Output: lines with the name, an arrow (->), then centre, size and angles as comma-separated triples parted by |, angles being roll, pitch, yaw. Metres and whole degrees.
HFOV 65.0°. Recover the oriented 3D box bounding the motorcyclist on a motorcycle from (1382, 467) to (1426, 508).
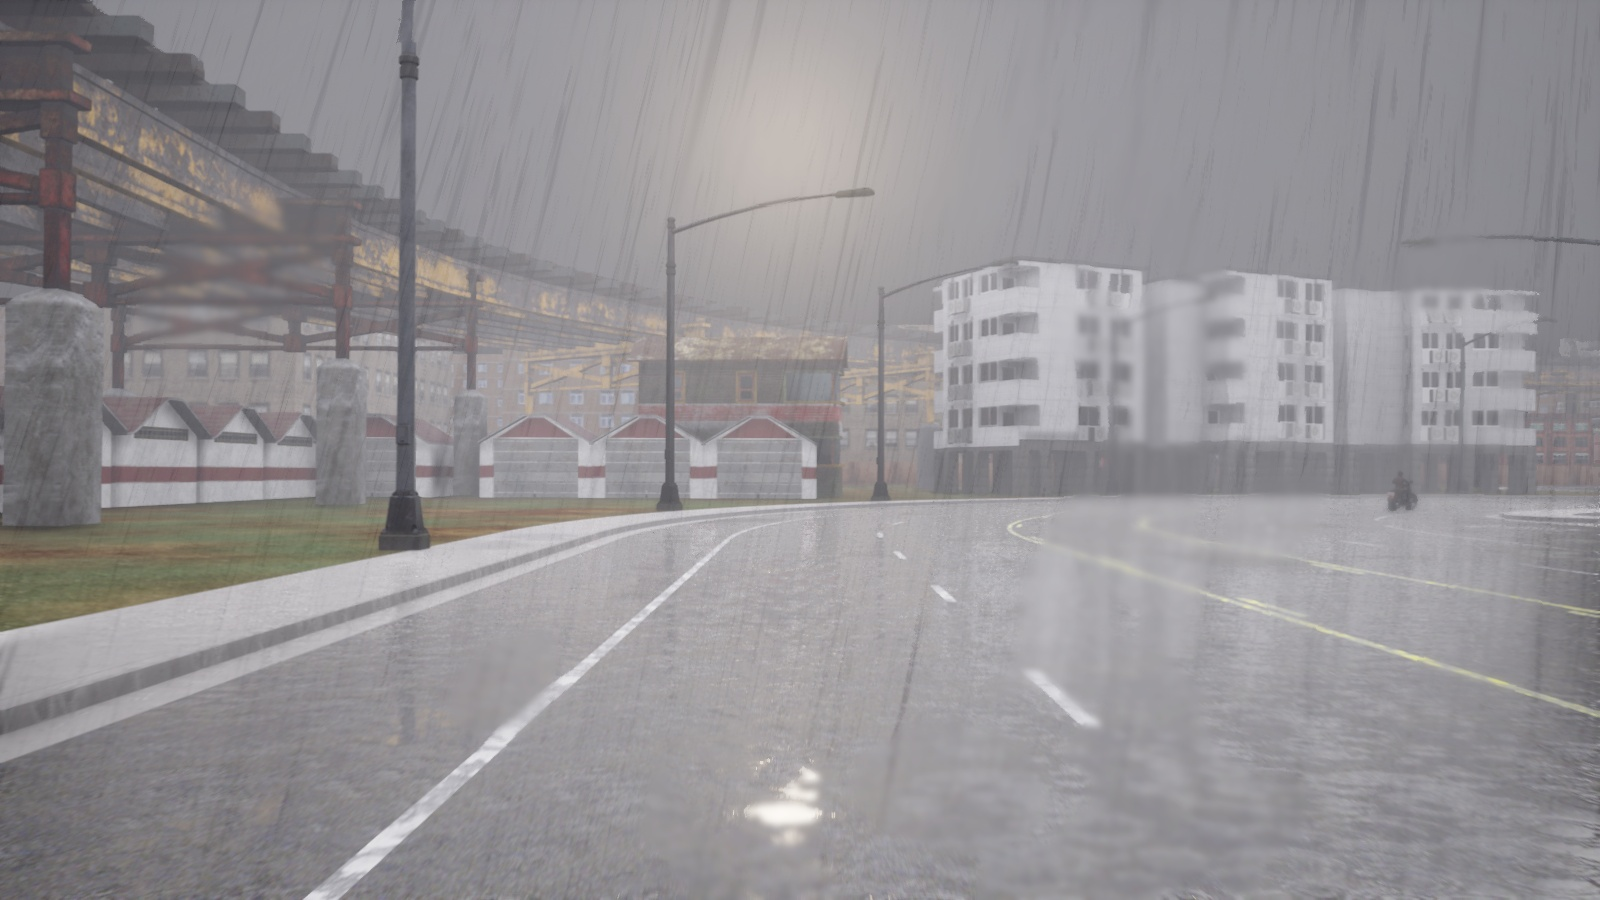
motorcyclist on a motorcycle -> 24.684, 1.522, 51.291 | 2.350, 1.649, 0.766 | 1, -1, -42
